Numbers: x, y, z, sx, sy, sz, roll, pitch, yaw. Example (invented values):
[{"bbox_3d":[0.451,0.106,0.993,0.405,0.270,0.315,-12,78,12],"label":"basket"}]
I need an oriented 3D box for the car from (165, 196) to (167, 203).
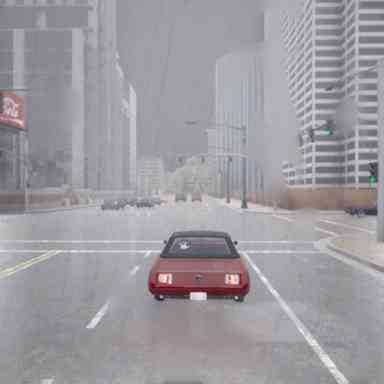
[{"bbox_3d":[-6.094,1.464,67.238,1.882,1.535,5.008,0,0,1],"label":"car"}]

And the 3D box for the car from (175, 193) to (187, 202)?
[{"bbox_3d":[-2.487,1.201,73.360,2.150,2.045,5.566,0,0,1],"label":"car"}]

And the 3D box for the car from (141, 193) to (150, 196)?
[{"bbox_3d":[-9.556,1.528,68.499,2.033,1.411,5.357,0,0,1],"label":"car"}]

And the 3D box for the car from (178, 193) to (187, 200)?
[{"bbox_3d":[-2.338,1.167,84.000,2.097,1.767,4.553,0,0,1],"label":"car"}]

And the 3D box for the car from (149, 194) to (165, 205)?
[{"bbox_3d":[-6.313,1.552,56.790,1.994,1.385,4.181,0,0,0],"label":"car"}]

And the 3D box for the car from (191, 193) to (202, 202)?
[{"bbox_3d":[1.012,1.201,73.311,2.150,2.045,5.566,0,0,1],"label":"car"}]

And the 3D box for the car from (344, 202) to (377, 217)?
[{"bbox_3d":[16.532,1.594,30.367,4.718,1.301,1.895,0,0,1],"label":"car"}]

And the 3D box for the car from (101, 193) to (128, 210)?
[{"bbox_3d":[-10.022,1.343,42.408,2.097,1.767,4.553,0,0,1],"label":"car"}]

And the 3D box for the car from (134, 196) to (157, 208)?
[{"bbox_3d":[-6.460,1.591,46.788,1.895,1.301,4.718,0,0,1],"label":"car"}]

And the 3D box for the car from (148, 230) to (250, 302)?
[{"bbox_3d":[0.211,1.599,8.239,1.895,1.301,4.718,0,0,2],"label":"car"}]

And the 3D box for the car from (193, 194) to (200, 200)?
[{"bbox_3d":[1.162,1.336,83.981,1.812,1.442,4.674,0,0,1],"label":"car"}]

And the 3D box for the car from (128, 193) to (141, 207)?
[{"bbox_3d":[-9.868,1.211,51.991,2.150,2.045,5.566,0,0,1],"label":"car"}]
